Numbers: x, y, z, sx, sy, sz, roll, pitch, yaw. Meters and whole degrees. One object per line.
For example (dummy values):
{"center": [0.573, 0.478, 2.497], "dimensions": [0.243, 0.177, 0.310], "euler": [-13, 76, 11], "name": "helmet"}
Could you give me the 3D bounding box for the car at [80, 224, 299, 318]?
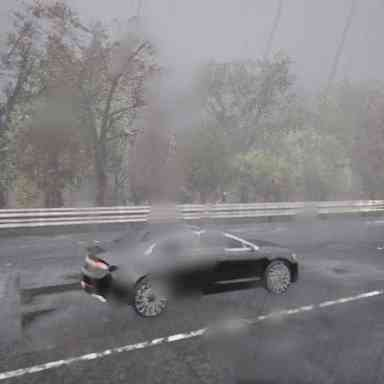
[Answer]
{"center": [0.137, 1.465, 7.253], "dimensions": [4.902, 1.511, 2.128], "euler": [0, 0, -27], "name": "car"}
